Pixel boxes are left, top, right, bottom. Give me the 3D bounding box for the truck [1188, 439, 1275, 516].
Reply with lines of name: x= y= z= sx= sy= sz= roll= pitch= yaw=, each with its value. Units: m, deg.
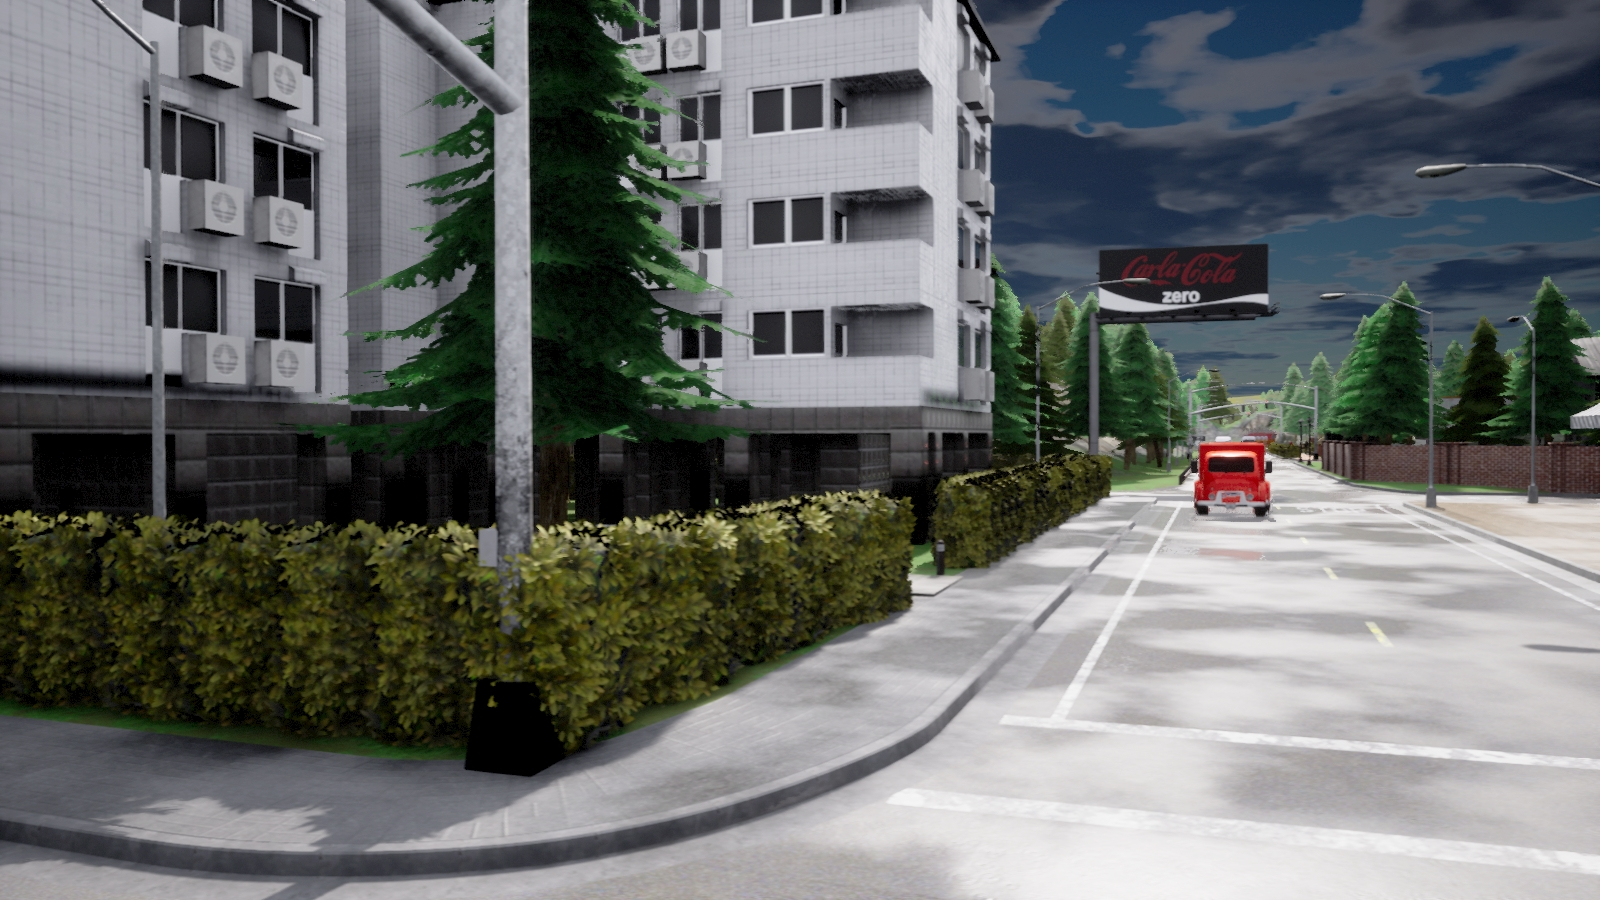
truck: x=14.918 y=0.863 z=39.478 sx=2.627 sy=2.467 sz=5.204 roll=0 pitch=0 yaw=21
